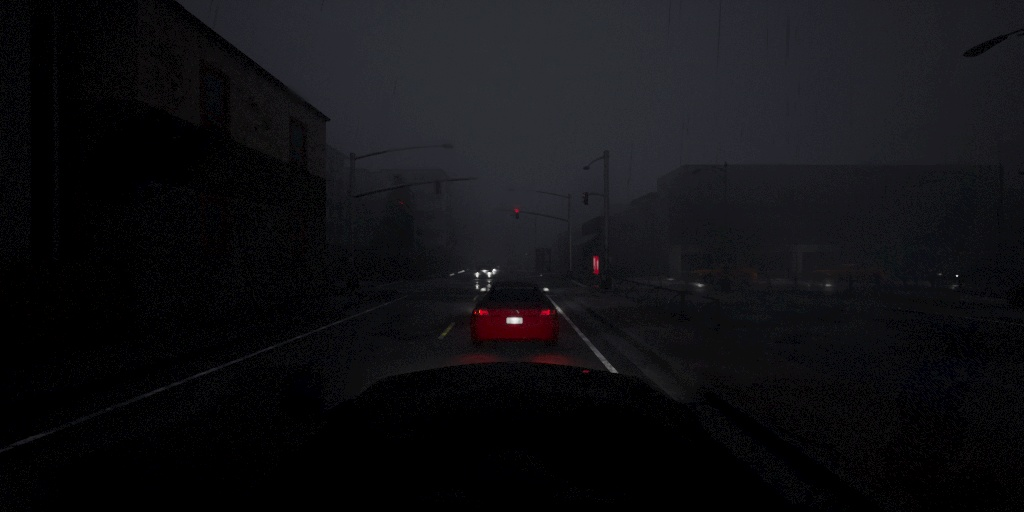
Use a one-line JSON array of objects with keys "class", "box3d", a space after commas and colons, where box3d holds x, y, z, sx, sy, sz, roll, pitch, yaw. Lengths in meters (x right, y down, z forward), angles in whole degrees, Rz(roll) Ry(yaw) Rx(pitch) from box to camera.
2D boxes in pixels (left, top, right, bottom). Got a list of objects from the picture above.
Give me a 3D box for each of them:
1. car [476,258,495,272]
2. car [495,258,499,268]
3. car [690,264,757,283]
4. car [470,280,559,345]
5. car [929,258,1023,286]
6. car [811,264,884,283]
[{"class": "car", "box3d": [-3.543, 1.275, 46.343, 1.812, 1.442, 4.674, 0, 0, 0]}, {"class": "car", "box3d": [-3.518, 1.351, 57.236, 1.895, 1.301, 4.718, 0, 0, 0]}, {"class": "car", "box3d": [17.330, 1.404, 29.529, 5.008, 1.535, 1.882, 0, 0, 0]}, {"class": "car", "box3d": [0.072, 1.314, 9.472, 1.994, 1.385, 4.181, 0, 0, 0]}, {"class": "car", "box3d": [38.045, 1.148, 29.531, 5.566, 2.045, 2.150, 0, 0, 0]}, {"class": "car", "box3d": [27.555, 1.404, 29.538, 5.008, 1.535, 1.882, 0, 0, 0]}]
